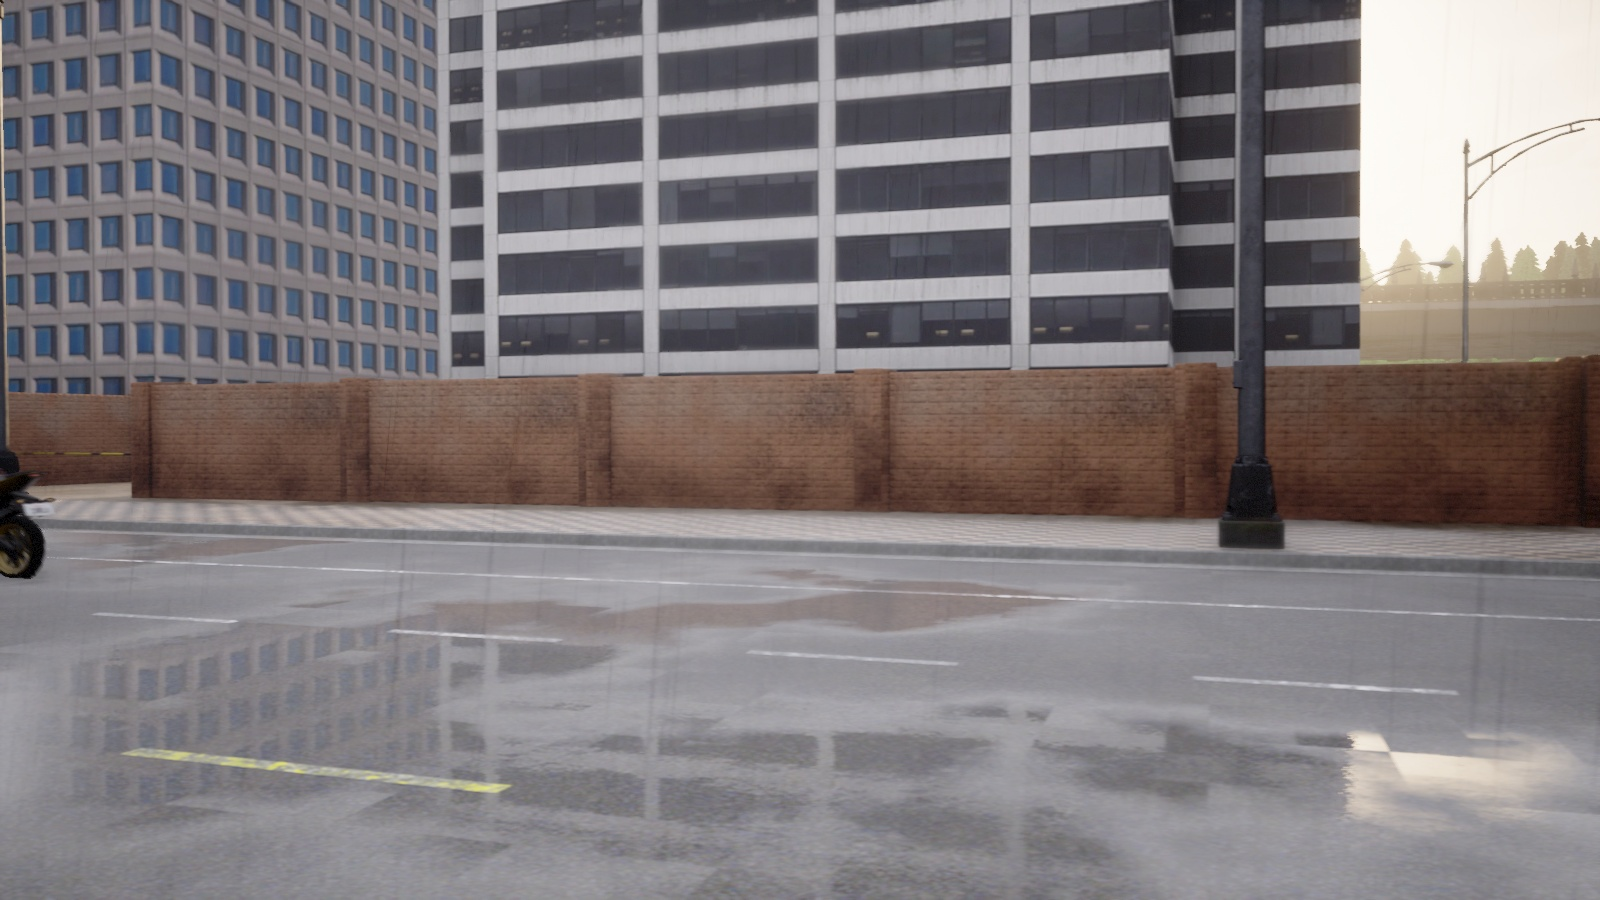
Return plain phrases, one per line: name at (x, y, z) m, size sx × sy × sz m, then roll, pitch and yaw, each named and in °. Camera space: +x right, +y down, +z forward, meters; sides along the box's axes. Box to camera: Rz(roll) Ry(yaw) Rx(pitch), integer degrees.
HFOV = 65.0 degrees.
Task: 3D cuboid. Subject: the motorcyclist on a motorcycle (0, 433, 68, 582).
motorcyclist on a motorcycle at (-9.177, 0.583, 13.665) m, size 2.191 × 1.530 × 0.866 m, roll 1°, pitch 1°, yaw 19°
